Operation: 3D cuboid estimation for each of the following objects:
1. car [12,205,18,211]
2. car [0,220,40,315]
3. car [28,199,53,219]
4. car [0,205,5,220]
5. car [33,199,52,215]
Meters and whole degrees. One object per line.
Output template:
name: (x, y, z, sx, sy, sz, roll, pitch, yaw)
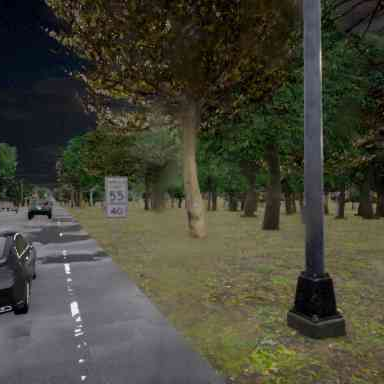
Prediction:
car: (-21.233, 1.782, 38.539, 1.994, 1.385, 4.181, 0, -1, -22)
car: (-4.534, 1.602, 7.347, 1.837, 1.490, 4.892, 0, -1, -22)
car: (-15.952, 1.742, 35.056, 2.150, 2.045, 5.566, 0, -1, -22)
car: (-15.536, 1.746, 24.540, 2.097, 1.767, 4.553, 0, -1, -22)
car: (-20.112, 1.921, 44.997, 2.150, 2.045, 5.566, 0, -1, -22)
